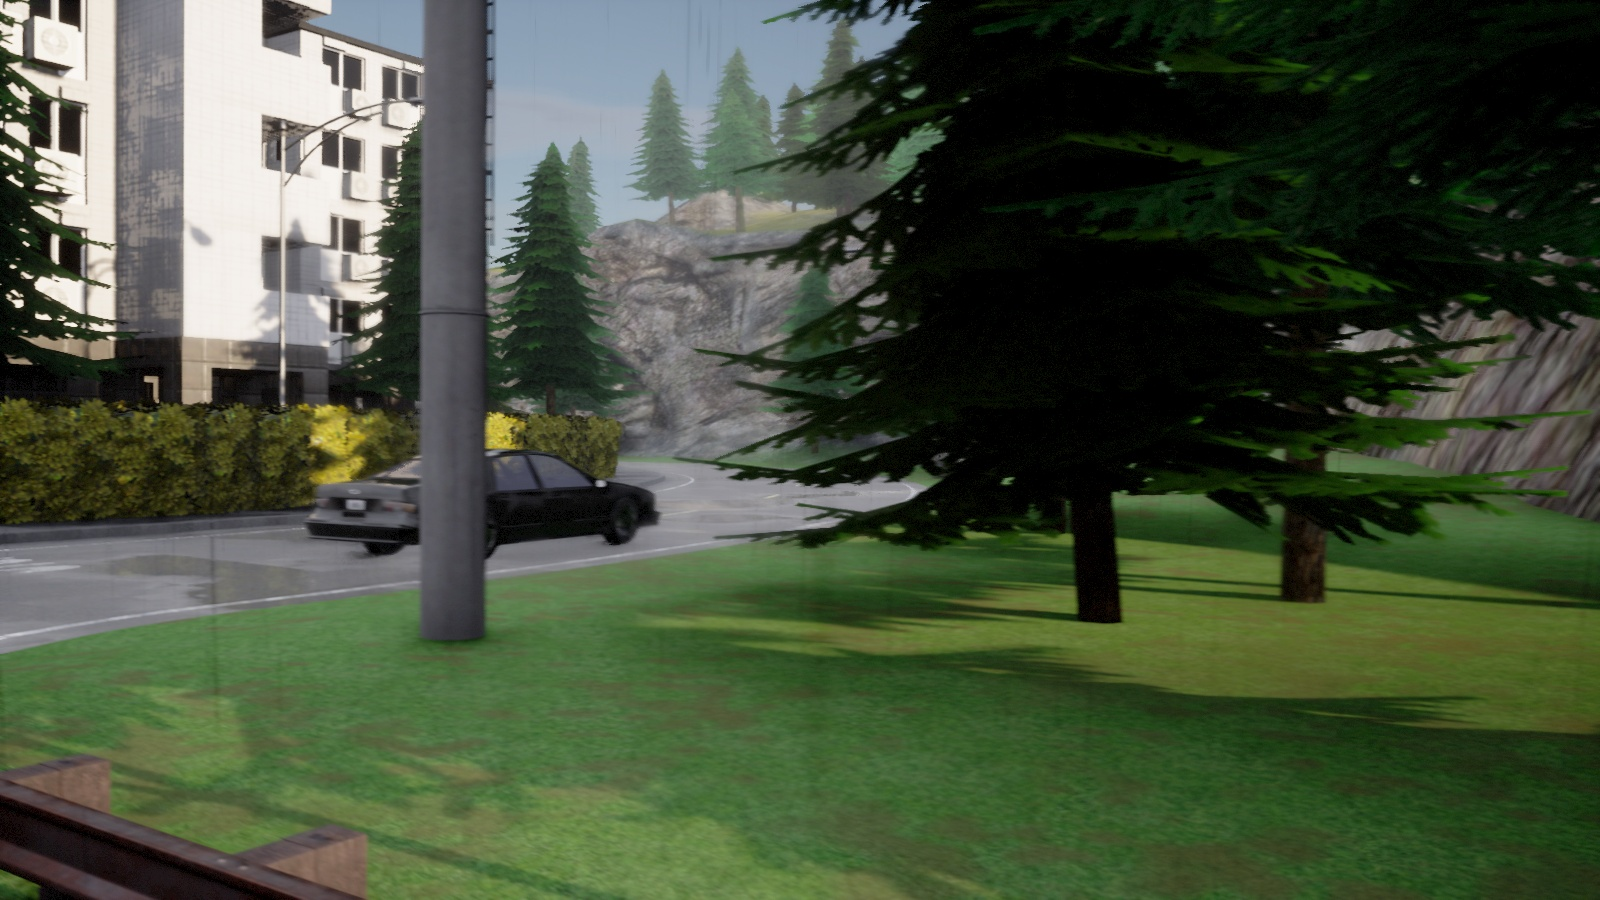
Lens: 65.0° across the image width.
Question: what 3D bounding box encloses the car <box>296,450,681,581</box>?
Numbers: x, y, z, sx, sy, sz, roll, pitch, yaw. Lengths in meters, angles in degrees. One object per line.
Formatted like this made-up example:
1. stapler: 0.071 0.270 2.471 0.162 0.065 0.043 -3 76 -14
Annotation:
1. car: -3.986 0.756 17.235 2.033 1.411 5.357 0 1 29
